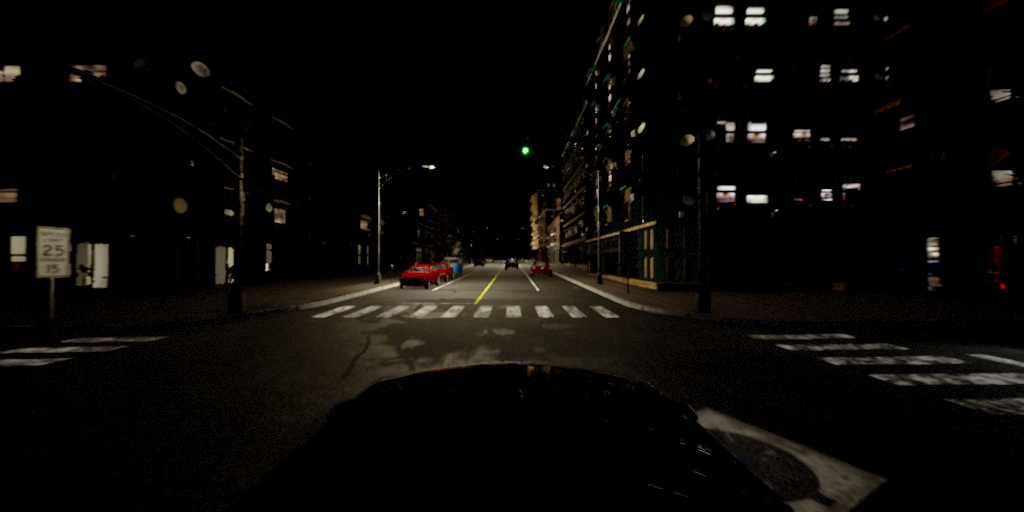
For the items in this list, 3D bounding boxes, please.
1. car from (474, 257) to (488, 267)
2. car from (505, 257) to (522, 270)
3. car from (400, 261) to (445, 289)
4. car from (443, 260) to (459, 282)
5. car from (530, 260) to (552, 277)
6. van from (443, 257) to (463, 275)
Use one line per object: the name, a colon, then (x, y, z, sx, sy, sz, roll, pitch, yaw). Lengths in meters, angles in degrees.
car: (-5.696, 1.196, 62.596, 1.802, 1.307, 4.207, 0, 0, 0)
car: (-0.005, 1.133, 50.047, 2.128, 1.511, 4.902, 0, 0, 0)
car: (-5.768, 1.247, 22.794, 1.888, 1.381, 4.507, 0, 0, 0)
car: (-5.693, 1.234, 28.475, 1.888, 1.381, 4.507, 0, 0, 0)
car: (2.688, 1.117, 34.225, 1.967, 1.591, 4.097, 0, 0, 0)
van: (-5.693, 1.017, 34.163, 1.690, 1.789, 3.998, 0, 0, 0)
